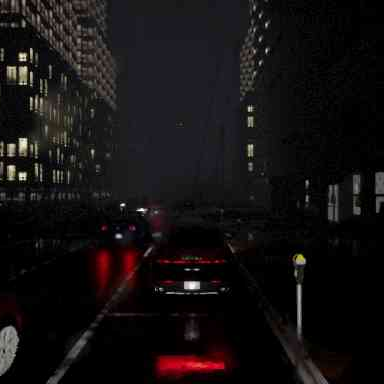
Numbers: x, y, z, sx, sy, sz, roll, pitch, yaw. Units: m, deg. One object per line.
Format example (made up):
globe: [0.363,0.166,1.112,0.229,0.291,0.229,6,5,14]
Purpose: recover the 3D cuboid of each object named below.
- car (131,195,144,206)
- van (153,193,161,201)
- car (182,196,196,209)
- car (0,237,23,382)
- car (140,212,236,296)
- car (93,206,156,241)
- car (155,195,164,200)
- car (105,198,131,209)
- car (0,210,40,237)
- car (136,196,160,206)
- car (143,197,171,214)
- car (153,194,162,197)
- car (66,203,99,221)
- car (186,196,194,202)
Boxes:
car: [-8.832,1.523,49.953,1.887,1.381,4.507,0,0,0]
van: [-8.831,1.285,84.106,1.690,1.788,3.998,0,0,0]
car: [-0.452,1.548,44.248,1.947,1.339,4.313,0,0,0]
car: [-3.146,1.477,2.363,1.882,1.535,5.008,0,0,0]
car: [0.000,1.503,8.649,1.837,1.490,4.892,0,0,0]
car: [-3.127,1.598,16.533,1.895,1.301,4.718,0,0,1]
car: [-8.832,1.504,89.799,1.947,1.339,4.313,0,0,0]
car: [-8.833,1.537,38.569,2.008,1.369,4.403,0,0,0]
car: [-8.833,1.563,15.800,1.947,1.339,4.313,0,0,0]
car: [-6.166,1.581,47.083,1.895,1.301,4.718,0,0,1]
car: [-3.123,1.497,31.773,1.837,1.490,4.892,0,1,1]
car: [-8.832,1.391,78.413,1.967,1.590,4.097,0,0,0]
car: [-8.832,1.575,27.183,1.802,1.307,4.206,0,0,0]
car: [-0.452,1.533,78.399,1.802,1.307,4.206,0,0,0]
